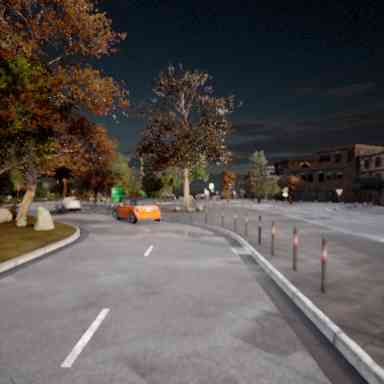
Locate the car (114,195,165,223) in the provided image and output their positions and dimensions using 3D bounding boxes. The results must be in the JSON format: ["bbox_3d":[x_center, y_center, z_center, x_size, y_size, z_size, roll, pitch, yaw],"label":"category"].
[{"bbox_3d":[-4.181,1.270,24.743,2.097,1.767,4.553,0,0,-34],"label":"car"}]

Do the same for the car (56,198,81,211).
[{"bbox_3d":[-14.118,1.386,38.048,1.812,1.442,4.674,0,0,-35],"label":"car"}]
